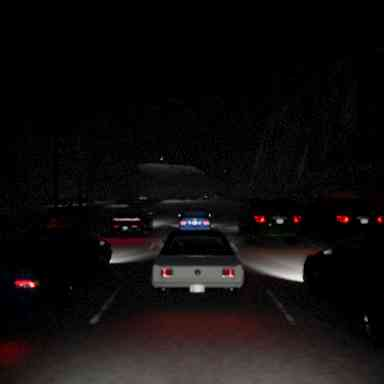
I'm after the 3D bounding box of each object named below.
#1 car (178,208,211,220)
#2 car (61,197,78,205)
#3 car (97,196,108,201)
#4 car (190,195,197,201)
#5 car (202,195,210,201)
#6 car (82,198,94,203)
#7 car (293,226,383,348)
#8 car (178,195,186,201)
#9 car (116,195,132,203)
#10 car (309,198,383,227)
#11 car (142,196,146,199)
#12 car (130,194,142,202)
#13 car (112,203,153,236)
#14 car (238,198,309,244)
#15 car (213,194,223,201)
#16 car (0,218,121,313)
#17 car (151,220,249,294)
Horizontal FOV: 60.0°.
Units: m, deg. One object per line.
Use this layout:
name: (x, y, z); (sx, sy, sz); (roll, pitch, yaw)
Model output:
car: (0.154, 1.657, 19.738); (2.033, 1.411, 5.357); (0, 0, 0)
car: (-24.295, 1.818, 66.235); (1.882, 1.535, 5.008); (0, 0, 0)
car: (-24.044, 1.820, 89.710); (1.994, 1.385, 4.181); (0, 0, 1)
car: (0.515, 1.768, 95.099); (1.994, 1.385, 4.181); (0, 1, 1)
car: (4.011, 1.741, 94.684); (2.128, 1.511, 4.902); (0, 1, 1)
car: (-24.190, 1.929, 76.249); (1.895, 1.301, 4.718); (0, 0, 1)
car: (3.614, 1.600, 6.331); (1.994, 1.385, 4.181); (0, 0, 0)
car: (-2.989, 1.694, 94.755); (1.882, 1.535, 5.008); (0, 1, 1)
car: (-13.795, 1.829, 66.152); (1.837, 1.490, 4.892); (0, 0, 0)
car: (7.137, 1.313, 16.415); (2.150, 2.045, 5.566); (0, 0, 0)
car: (-13.539, 1.786, 90.159); (1.812, 1.442, 4.674); (0, 0, 1)
car: (-13.686, 1.557, 76.582); (2.150, 2.045, 5.566); (0, 0, 1)
car: (-3.347, 1.597, 19.054); (2.128, 1.511, 4.902); (0, 0, 0)
car: (3.638, 1.313, 16.386); (2.150, 2.045, 5.566); (0, 0, 0)
car: (7.511, 1.440, 94.676); (2.150, 2.045, 5.566); (0, 1, 1)
car: (-3.380, 1.592, 8.003); (2.033, 1.411, 5.357); (0, 0, 0)
car: (0.121, 1.650, 8.857); (1.895, 1.301, 4.718); (0, 0, 0)
